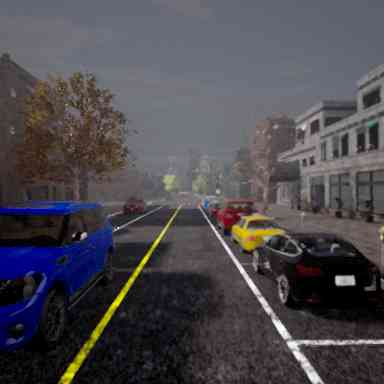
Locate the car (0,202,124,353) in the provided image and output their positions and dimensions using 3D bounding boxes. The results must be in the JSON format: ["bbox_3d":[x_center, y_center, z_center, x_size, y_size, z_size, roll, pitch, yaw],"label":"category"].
[{"bbox_3d":[-3.039,1.248,6.543,2.150,2.045,5.566,0,0,-1],"label":"car"}]

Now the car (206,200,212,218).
[{"bbox_3d":[2.476,1.634,30.034,1.802,1.307,4.206,-1,0,0],"label":"car"}]

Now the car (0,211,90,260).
[{"bbox_3d":[-5.781,1.599,13.325,2.008,1.369,4.403,-1,0,0],"label":"car"}]

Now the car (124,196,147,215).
[{"bbox_3d":[-5.949,1.409,35.518,2.192,1.841,5.009,-1,0,0],"label":"car"}]

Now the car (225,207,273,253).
[{"bbox_3d":[2.599,1.544,13.559,1.752,1.417,4.829,-1,0,0],"label":"car"}]

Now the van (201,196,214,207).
[{"bbox_3d":[2.390,1.416,41.131,1.690,1.788,3.998,-1,0,0],"label":"van"}]

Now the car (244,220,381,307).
[{"bbox_3d":[2.641,1.573,7.841,1.947,1.339,4.313,-1,0,0],"label":"car"}]

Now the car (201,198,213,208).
[{"bbox_3d":[2.309,1.622,52.397,1.752,1.417,4.829,-1,0,0],"label":"car"}]

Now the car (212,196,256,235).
[{"bbox_3d":[2.555,1.345,18.939,2.192,1.841,5.009,-1,0,0],"label":"car"}]

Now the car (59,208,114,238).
[{"bbox_3d":[-5.822,1.642,18.873,1.802,1.307,4.206,-1,0,0],"label":"car"}]

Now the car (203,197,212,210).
[{"bbox_3d":[2.433,1.589,35.752,1.752,1.417,4.829,-1,0,0],"label":"car"}]
